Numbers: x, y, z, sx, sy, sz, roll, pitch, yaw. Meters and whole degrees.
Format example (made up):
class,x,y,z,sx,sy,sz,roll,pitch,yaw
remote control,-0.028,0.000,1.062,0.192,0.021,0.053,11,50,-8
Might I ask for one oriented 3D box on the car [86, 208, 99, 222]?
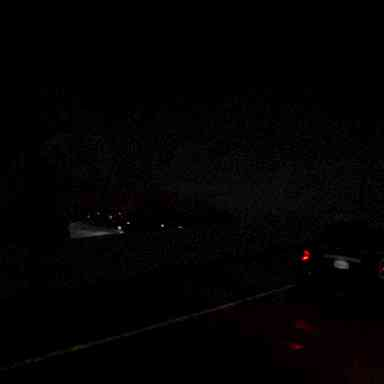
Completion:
class,x,y,z,sx,sy,sz,roll,pitch,yaw
car,-6.064,1.616,26.674,2.128,1.511,4.902,0,0,43

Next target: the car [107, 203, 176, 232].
class,x,y,z,sx,sy,sz,roll,pitch,yaw
car,-2.214,1.658,20.697,5.357,1.411,2.033,1,0,-45

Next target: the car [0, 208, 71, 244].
class,x,y,z,sx,sy,sz,roll,pitch,yaw
car,-6.960,1.509,11.870,5.008,1.535,1.882,1,-1,-36

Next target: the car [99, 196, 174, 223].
class,x,y,z,sx,sy,sz,roll,pitch,yaw
car,-3.535,1.346,24.255,2.150,2.045,5.566,0,0,43

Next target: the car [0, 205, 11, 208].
class,x,y,z,sx,sy,sz,roll,pitch,yaw
car,-10.683,1.593,17.915,5.357,1.411,2.033,1,0,-37

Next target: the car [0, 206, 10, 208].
class,x,y,z,sx,sy,sz,roll,pitch,yaw
car,-10.508,1.499,13.601,5.008,1.535,1.882,1,-1,-35

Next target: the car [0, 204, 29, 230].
class,x,y,z,sx,sy,sz,roll,pitch,yaw
car,-12.941,1.541,20.513,4.902,1.511,2.128,1,0,-36

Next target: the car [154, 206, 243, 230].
class,x,y,z,sx,sy,sz,roll,pitch,yaw
car,0.744,1.663,18.675,5.357,1.411,2.033,1,0,-45

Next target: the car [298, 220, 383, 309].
class,x,y,z,sx,sy,sz,roll,pitch,yaw
car,4.433,1.423,7.739,4.553,1.767,2.097,1,-1,-42
